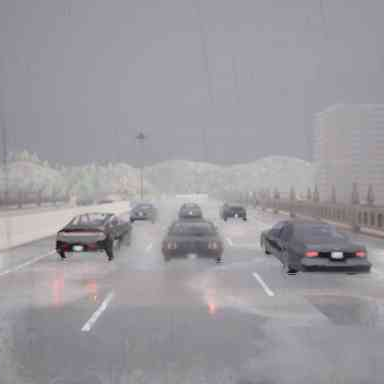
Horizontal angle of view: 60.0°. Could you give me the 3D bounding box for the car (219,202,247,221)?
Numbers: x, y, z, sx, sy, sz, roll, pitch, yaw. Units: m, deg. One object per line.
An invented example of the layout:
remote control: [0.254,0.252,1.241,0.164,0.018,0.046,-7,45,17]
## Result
car: [3.375,1.572,27.913,1.837,1.490,4.892,0,0,-1]

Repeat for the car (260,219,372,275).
car: [3.517,1.573,10.533,2.033,1.411,5.357,0,0,0]

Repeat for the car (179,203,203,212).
car: [-0.129,1.631,28.026,1.994,1.385,4.181,0,0,-1]

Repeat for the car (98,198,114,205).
car: [-15.065,1.737,58.096,1.895,1.301,4.718,0,0,-1]

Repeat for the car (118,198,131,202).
car: [-11.567,1.737,58.198,1.895,1.301,4.718,0,0,-1]

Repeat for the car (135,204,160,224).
car: [-3.595,1.608,25.599,2.033,1.411,5.357,0,0,-1]

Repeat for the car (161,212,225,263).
car: [0.032,1.629,12.088,1.895,1.301,4.718,0,0,1]

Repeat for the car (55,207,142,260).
car: [-3.463,1.521,12.604,2.128,1.511,4.902,0,0,1]

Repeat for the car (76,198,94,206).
car: [-18.550,1.682,57.828,2.033,1.411,5.357,0,0,-1]
